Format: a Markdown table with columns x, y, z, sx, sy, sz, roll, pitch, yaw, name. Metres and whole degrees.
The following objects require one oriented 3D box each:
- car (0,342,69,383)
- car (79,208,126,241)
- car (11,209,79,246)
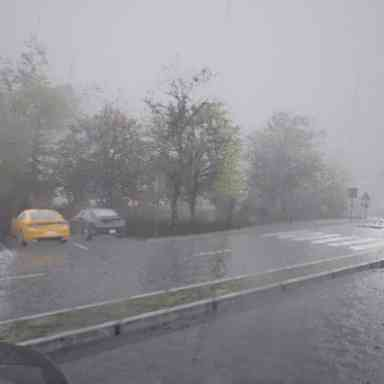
| x | y | z | sx | sy | sz | roll | pitch | yaw | name |
| --- | --- | --- | --- | --- | --- | --- | --- | --- | --- |
| -2.962 | 1.496 | 1.326 | 4.892 | 1.490 | 1.837 | 0 | 0 | -36 | car |
| -5.117 | 1.587 | 17.562 | 2.231 | 1.521 | 4.892 | 0 | 0 | -35 | car |
| -7.363 | 1.567 | 15.967 | 2.097 | 1.535 | 5.008 | 1 | 0 | -35 | car |
